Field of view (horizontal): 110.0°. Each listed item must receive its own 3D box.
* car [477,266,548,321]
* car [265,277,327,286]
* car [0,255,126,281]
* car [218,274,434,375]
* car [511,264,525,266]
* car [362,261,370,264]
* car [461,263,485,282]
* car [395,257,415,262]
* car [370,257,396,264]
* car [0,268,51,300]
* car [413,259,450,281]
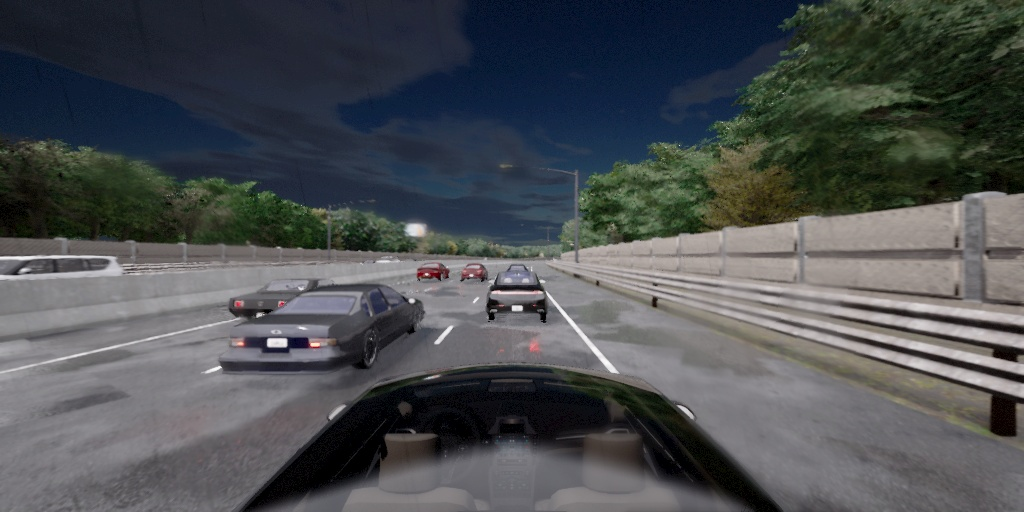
[{"bbox_3d":[0.172,1.253,12.406,2.128,1.511,4.902,0,0,1],"label":"car"},{"bbox_3d":[-6.836,1.359,12.103,1.895,1.301,4.718,0,0,1],"label":"car"},{"bbox_3d":[-17.527,0.976,12.948,2.150,2.045,5.566,0,0,1],"label":"car"},{"bbox_3d":[-3.372,1.300,7.683,2.033,1.411,5.357,0,0,0],"label":"car"},{"bbox_3d":[0.462,1.362,29.226,1.994,1.385,4.181,0,0,1],"label":"car"},{"bbox_3d":[-23.131,1.472,58.341,1.994,1.385,4.181,0,0,3],"label":"car"},{"bbox_3d":[-3.043,1.323,29.603,1.812,1.442,4.674,0,0,1],"label":"car"},{"bbox_3d":[-16.201,1.259,56.854,2.097,1.767,4.553,0,0,3],"label":"car"},{"bbox_3d":[-19.717,1.116,56.716,2.150,2.045,5.566,0,0,3],"label":"car"},{"bbox_3d":[-24.499,1.303,15.572,2.033,1.411,5.357,0,0,1],"label":"car"},{"bbox_3d":[-6.518,1.274,30.167,1.882,1.535,5.008,0,0,1],"label":"car"}]
